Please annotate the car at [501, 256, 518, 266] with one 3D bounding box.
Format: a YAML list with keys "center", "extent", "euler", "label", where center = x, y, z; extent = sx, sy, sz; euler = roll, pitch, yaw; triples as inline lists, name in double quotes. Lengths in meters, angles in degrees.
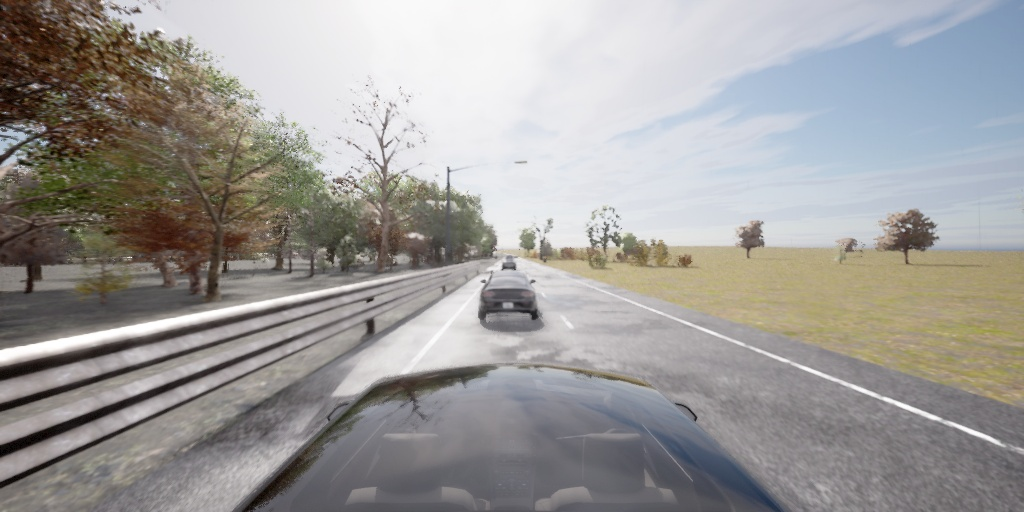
- center: [-0.334, 1.145, 45.816]
  extent: [2.128, 1.511, 4.902]
  euler: [0, 0, 0]
  label: "car"

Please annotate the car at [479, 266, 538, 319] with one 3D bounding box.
- center: [-0.118, 1.252, 12.546]
  extent: [1.812, 1.442, 4.674]
  euler: [0, 0, 0]
  label: "car"
